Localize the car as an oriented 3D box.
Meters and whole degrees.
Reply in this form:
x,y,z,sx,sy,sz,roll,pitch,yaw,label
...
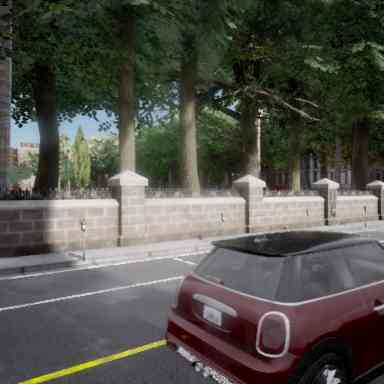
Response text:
x,y,z,sx,sy,sz,roll,pitch,yaw,label
1.947,1.351,4.821,4.553,1.767,2.097,0,0,-36,car
